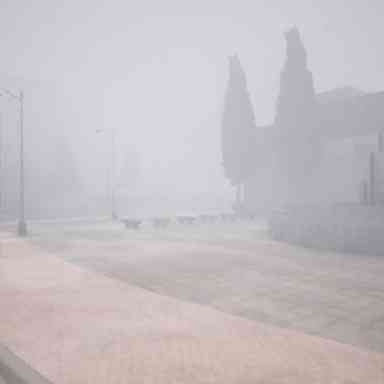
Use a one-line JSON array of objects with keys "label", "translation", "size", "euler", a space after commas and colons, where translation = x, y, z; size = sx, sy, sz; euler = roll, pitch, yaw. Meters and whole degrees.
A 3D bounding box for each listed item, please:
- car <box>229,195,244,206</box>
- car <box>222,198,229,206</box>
[{"label": "car", "translation": [9.119, 1.670, 56.604], "size": [4.674, 1.442, 1.812], "euler": [0, 0, -37]}, {"label": "car", "translation": [7.481, 1.670, 59.760], "size": [4.892, 1.490, 1.837], "euler": [0, -1, -37]}]
